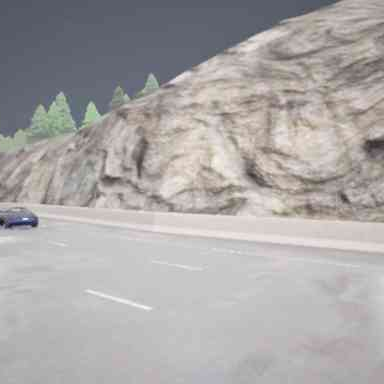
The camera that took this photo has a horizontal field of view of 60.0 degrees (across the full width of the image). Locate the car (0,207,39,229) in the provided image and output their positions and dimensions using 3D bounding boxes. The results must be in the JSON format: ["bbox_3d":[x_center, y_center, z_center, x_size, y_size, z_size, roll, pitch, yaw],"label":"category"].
[{"bbox_3d":[-12.356,1.726,23.083,4.181,1.385,1.994,0,-1,43],"label":"car"}]
